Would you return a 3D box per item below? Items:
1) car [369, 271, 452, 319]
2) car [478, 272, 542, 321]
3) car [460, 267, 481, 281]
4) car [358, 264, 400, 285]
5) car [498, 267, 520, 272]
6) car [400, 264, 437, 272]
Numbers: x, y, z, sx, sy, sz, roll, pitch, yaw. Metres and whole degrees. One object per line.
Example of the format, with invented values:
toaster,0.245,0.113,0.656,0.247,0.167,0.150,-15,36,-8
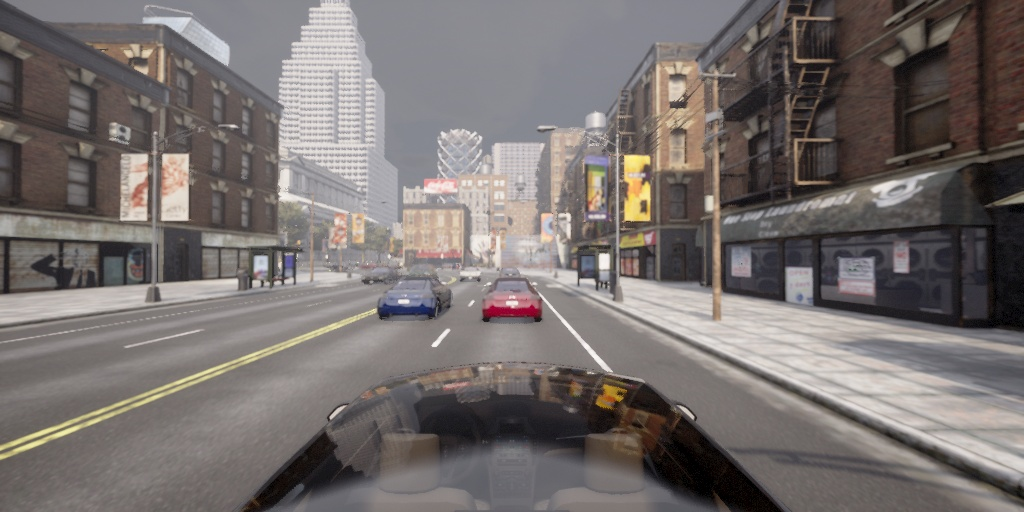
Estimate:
car,-3.504,1.456,13.560,1.994,1.385,4.181,0,-1,0
car,-0.001,1.449,13.109,1.994,1.385,4.181,0,-1,0
car,-4.027,1.746,35.032,1.895,1.301,4.718,0,-1,-5
car,-10.808,1.639,30.227,2.033,1.411,5.357,0,-1,0
car,-0.258,1.652,31.734,2.033,1.411,5.357,0,-1,-3
car,-7.499,1.437,29.841,2.097,1.767,4.553,0,-1,-3
